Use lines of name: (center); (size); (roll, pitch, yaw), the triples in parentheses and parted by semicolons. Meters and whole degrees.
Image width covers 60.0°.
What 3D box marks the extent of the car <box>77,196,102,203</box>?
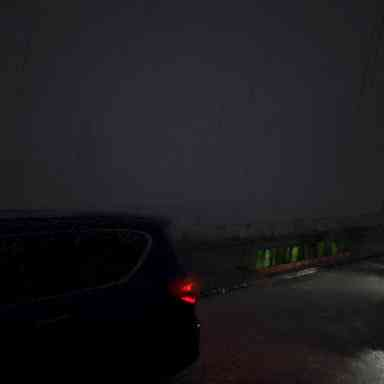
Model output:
car: (-20.184, 1.501, 65.697); (4.892, 1.490, 1.837); (0, 0, -36)

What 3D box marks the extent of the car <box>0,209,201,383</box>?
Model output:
car: (-2.503, 1.224, 2.818); (5.566, 2.045, 2.150); (0, 0, -35)
